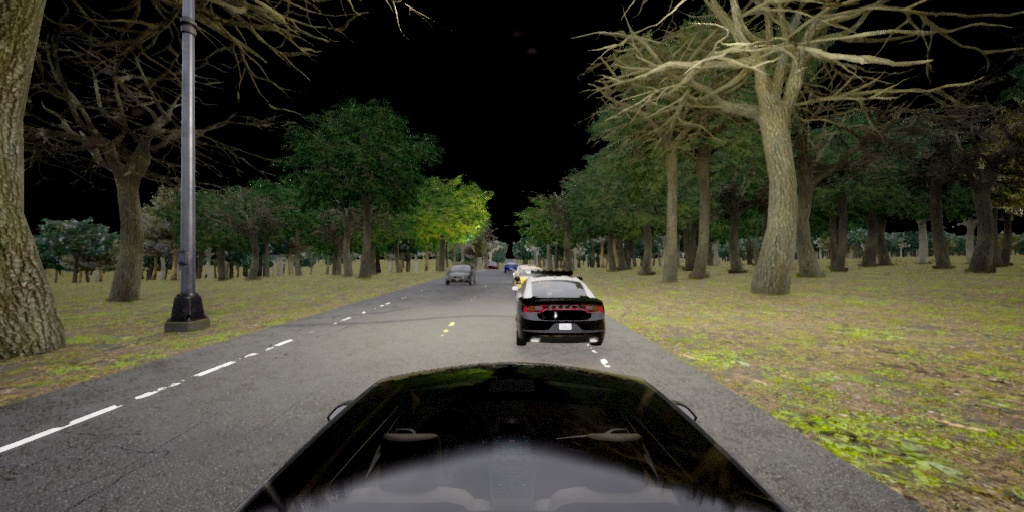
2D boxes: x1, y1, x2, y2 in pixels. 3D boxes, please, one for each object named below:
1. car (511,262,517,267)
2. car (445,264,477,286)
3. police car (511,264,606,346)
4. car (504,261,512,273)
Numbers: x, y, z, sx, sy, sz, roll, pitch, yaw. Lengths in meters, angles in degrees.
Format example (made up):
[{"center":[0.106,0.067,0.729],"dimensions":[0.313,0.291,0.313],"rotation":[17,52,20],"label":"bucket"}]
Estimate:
[{"center":[1.016,1.254,19.670],"dimensions":[1.801,1.575,5.366],"rotation":[0,0,0],"label":"car"},{"center":[-3.647,1.339,26.259],"dimensions":[1.837,1.490,4.892],"rotation":[0,0,0],"label":"car"},{"center":[1.036,1.185,9.588],"dimensions":[1.930,1.638,5.238],"rotation":[0,0,0],"label":"police car"},{"center":[-0.064,1.506,48.904],"dimensions":[1.882,1.535,5.008],"rotation":[0,-1,0],"label":"car"}]
